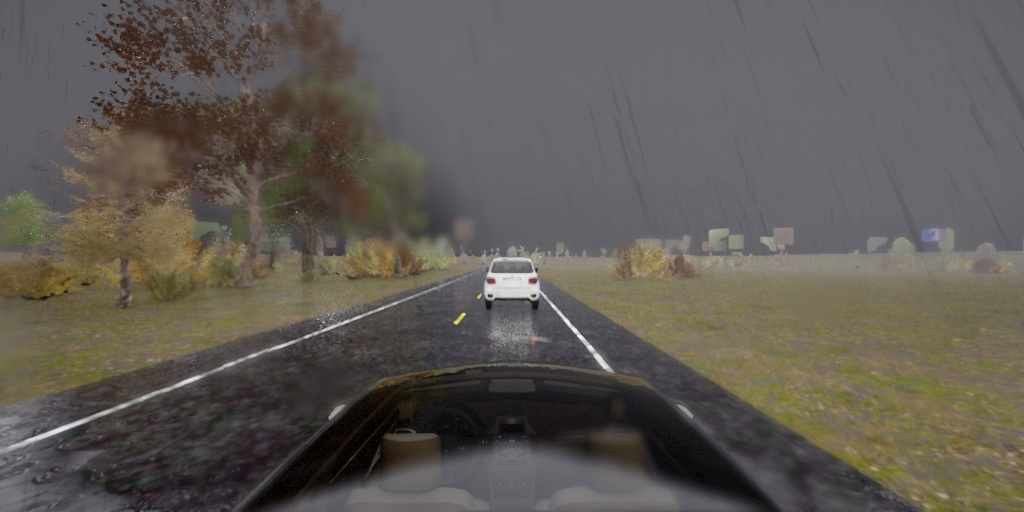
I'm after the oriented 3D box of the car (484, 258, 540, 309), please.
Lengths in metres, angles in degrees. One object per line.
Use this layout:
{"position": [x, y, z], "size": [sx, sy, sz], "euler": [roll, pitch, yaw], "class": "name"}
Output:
{"position": [0.003, 1.096, 15.855], "size": [2.150, 2.045, 5.566], "euler": [0, 0, 0], "class": "car"}
